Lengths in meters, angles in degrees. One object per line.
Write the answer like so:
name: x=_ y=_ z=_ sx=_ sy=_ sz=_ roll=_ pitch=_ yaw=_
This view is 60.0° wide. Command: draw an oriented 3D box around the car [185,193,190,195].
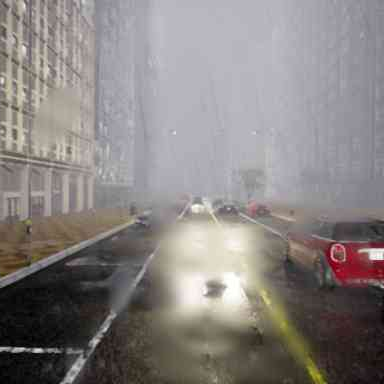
car: x=-1.515 y=1.290 z=71.086 sx=2.192 sy=1.841 sz=5.009 roll=0 pitch=0 yaw=1

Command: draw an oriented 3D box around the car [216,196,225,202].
car: x=7.057 y=1.607 z=82.250 sx=2.008 sy=1.369 sz=4.403 roll=0 pitch=0 yaw=1

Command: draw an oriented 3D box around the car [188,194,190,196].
car: x=-1.707 y=1.560 z=59.805 sx=1.802 sy=1.307 sz=4.206 roll=0 pitch=0 yaw=1

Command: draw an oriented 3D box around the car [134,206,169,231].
car: x=-2.381 y=1.528 z=20.321 sx=2.008 sy=1.369 sz=4.403 roll=0 pitch=0 yaw=1

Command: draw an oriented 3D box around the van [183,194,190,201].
van: x=-1.322 y=1.313 z=82.367 sx=1.690 sy=1.788 sz=3.998 roll=0 pitch=0 yaw=1

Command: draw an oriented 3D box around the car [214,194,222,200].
car: x=7.250 y=1.492 z=93.534 sx=1.967 sy=1.590 sz=4.097 roll=0 pitch=0 yaw=1

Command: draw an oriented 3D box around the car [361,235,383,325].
car: x=3.846 y=1.544 z=3.271 sx=1.837 sy=1.490 sz=4.892 roll=1 pitch=0 yaw=1

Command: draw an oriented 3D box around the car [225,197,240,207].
car: x=6.576 y=1.613 z=54.041 sx=2.008 sy=1.369 sz=4.403 roll=0 pitch=0 yaw=1

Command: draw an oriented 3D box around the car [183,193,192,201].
car: x=-1.226 y=1.286 z=88.008 sx=2.192 sy=1.841 sz=5.009 roll=0 pitch=0 yaw=1

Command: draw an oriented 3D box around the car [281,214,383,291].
car: x=3.978 y=1.392 z=9.240 sx=2.097 sy=1.767 sz=4.553 roll=1 pitch=0 yaw=1

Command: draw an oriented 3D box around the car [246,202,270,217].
car: x=6.190 y=1.607 z=31.473 sx=1.887 sy=1.381 sz=4.507 roll=0 pitch=0 yaw=1

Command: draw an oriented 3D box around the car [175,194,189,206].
car: x=-1.807 y=1.504 z=53.995 sx=1.752 sy=1.417 sz=4.829 roll=0 pitch=0 yaw=1

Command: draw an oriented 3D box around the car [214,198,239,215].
car: x=3.624 y=1.600 z=34.450 sx=1.994 sy=1.385 sz=4.181 roll=1 pitch=0 yaw=1

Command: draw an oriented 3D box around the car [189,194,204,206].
car: x=0.885 y=1.511 z=53.529 sx=1.837 sy=1.490 sz=4.892 roll=1 pitch=0 yaw=1

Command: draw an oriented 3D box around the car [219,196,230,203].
car: x=6.865 y=1.610 z=70.967 sx=2.008 sy=1.369 sz=4.403 roll=0 pitch=0 yaw=1

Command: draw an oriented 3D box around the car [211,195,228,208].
car: x=3.804 y=1.600 z=48.719 sx=1.994 sy=1.385 sz=4.181 roll=1 pitch=0 yaw=1
